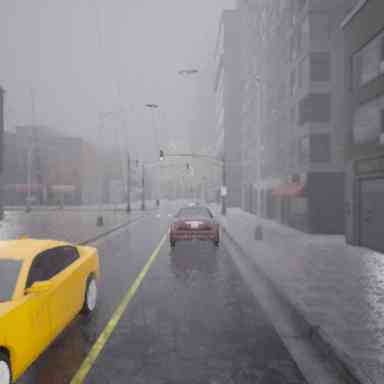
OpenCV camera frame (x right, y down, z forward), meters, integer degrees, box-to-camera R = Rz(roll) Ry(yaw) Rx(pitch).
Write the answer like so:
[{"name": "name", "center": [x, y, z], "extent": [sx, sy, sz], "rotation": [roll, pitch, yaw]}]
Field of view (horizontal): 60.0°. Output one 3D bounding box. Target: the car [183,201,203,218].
[{"name": "car", "center": [0.111, 1.631, 32.406], "extent": [1.812, 1.442, 4.674], "rotation": [0, 0, 0]}]

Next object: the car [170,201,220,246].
[{"name": "car", "center": [0.107, 1.398, 15.703], "extent": [2.097, 1.767, 4.553], "rotation": [0, 0, 0]}]

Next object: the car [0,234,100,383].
[{"name": "car", "center": [-2.802, 1.491, 4.786], "extent": [1.882, 1.535, 5.008], "rotation": [0, 0, 0]}]
